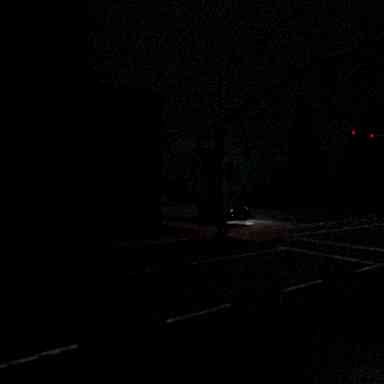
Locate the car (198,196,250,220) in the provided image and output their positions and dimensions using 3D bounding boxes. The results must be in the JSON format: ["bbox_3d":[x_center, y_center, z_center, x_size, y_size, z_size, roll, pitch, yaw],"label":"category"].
[{"bbox_3d":[2.425,1.228,26.320,2.097,1.767,4.553,0,0,-35],"label":"car"}]

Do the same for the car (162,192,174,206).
[{"bbox_3d":[-5.514,1.025,50.293,2.150,2.045,5.566,0,1,-35],"label":"car"}]

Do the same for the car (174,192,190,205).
[{"bbox_3d":[-2.471,1.003,52.040,2.150,2.045,5.566,0,0,-35],"label":"car"}]
